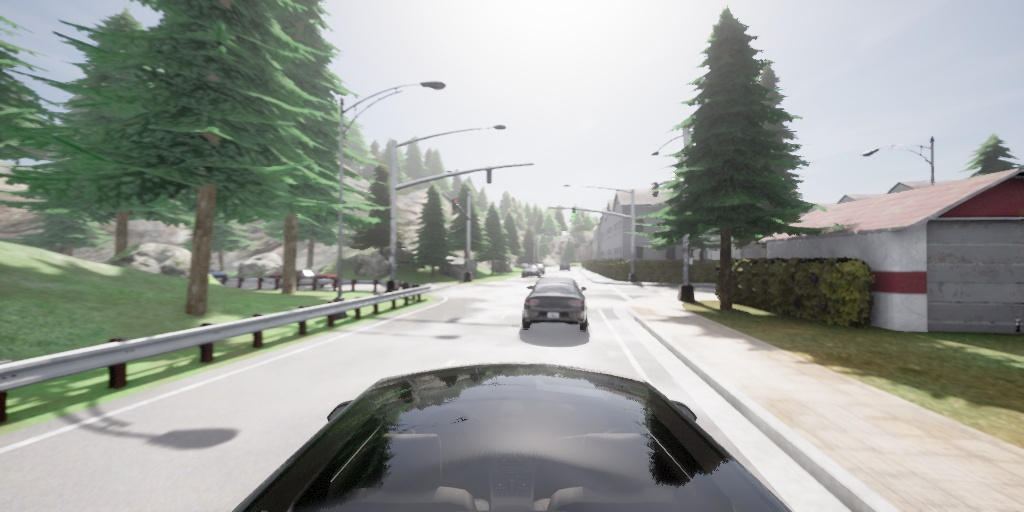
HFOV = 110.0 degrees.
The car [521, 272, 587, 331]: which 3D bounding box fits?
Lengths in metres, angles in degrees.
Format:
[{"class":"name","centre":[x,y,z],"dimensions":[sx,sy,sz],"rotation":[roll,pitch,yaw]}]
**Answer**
[{"class":"car","centre":[1.415,1.405,11.547],"dimensions":[1.812,1.442,4.674],"rotation":[0,-1,9]}]

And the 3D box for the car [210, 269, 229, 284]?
[{"class":"car","centre":[-23.825,1.405,26.792],"dimensions":[5.008,1.535,1.882],"rotation":[0,-1,8]}]

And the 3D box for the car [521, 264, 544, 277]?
[{"class":"car","centre":[2.280,1.817,41.783],"dimensions":[1.994,1.385,4.181],"rotation":[0,-1,9]}]

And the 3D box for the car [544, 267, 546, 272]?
[{"class":"car","centre":[3.809,1.875,51.720],"dimensions":[2.128,1.511,4.902],"rotation":[0,-1,9]}]

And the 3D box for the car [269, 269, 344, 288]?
[{"class":"car","centre":[-14.455,1.568,25.437],"dimensions":[4.718,1.301,1.895],"rotation":[0,-1,8]}]
